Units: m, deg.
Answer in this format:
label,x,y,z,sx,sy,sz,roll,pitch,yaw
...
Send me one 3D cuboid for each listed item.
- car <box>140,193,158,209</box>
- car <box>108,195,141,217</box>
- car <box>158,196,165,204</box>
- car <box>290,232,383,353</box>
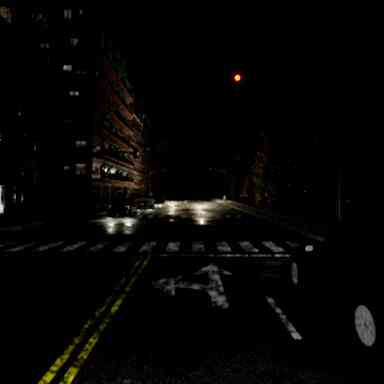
label,x,y,z,sx,sy,sz,roll,pitch,yaw
car,-6.521,1.243,46.853,2.150,2.045,5.566,0,1,0
car,-6.551,1.376,31.724,2.097,1.767,4.553,0,0,0
car,-6.442,1.543,64.929,2.128,1.511,4.902,0,0,1
car,3.359,1.480,6.189,1.882,1.535,5.008,0,0,-1
